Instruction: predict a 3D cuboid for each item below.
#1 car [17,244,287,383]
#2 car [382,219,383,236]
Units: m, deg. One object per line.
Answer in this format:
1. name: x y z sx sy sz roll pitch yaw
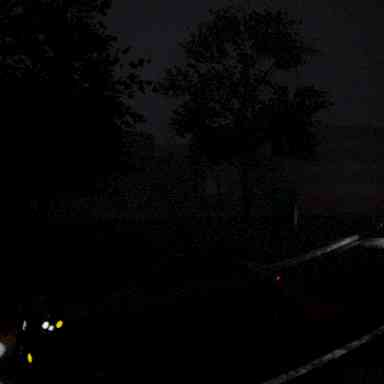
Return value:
1. car: -0.497 1.606 5.427 4.181 1.385 1.994 0 0 -29
2. car: 11.751 1.472 17.925 2.097 1.767 4.553 -1 -1 38
